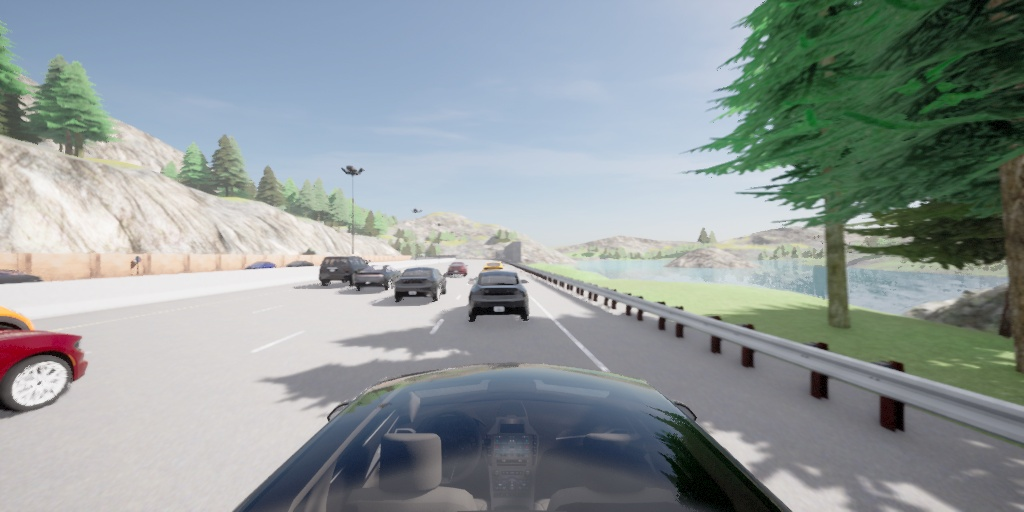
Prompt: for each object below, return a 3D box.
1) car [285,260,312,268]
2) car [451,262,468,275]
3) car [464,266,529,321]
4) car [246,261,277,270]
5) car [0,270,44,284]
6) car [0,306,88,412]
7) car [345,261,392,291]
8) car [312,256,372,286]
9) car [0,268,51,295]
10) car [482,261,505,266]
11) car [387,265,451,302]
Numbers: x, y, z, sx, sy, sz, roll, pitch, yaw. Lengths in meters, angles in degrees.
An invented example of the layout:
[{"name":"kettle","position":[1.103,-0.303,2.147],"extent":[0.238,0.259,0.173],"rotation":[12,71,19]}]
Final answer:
[{"name":"car","position":[-31.148,1.380,52.521],"extent":[1.882,1.535,5.008],"rotation":[0,0,-3]},{"name":"car","position":[-5.432,1.306,36.222],"extent":[1.812,1.442,4.674],"rotation":[0,0,-4]},{"name":"car","position":[-0.489,1.259,12.557],"extent":[1.837,1.490,4.892],"rotation":[0,0,-3]},{"name":"car","position":[-34.479,1.443,49.483],"extent":[1.812,1.442,4.674],"rotation":[0,0,-3]},{"name":"car","position":[-10.684,1.152,5.311],"extent":[2.097,1.767,4.553],"rotation":[0,0,-1]},{"name":"car","position":[-7.125,1.261,3.107],"extent":[1.882,1.535,5.008],"rotation":[0,0,0]},{"name":"car","position":[-8.054,1.282,22.108],"extent":[2.128,1.511,4.902],"rotation":[0,0,-4]},{"name":"car","position":[-11.792,1.030,25.855],"extent":[2.150,2.045,5.566],"rotation":[0,0,-4]},{"name":"car","position":[-29.145,1.453,19.857],"extent":[1.994,1.385,4.181],"rotation":[0,0,-4]},{"name":"car","position":[-1.678,1.240,32.306],"extent":[1.882,1.535,5.008],"rotation":[0,0,-4]},{"name":"car","position":[-4.253,1.277,17.236],"extent":[1.837,1.490,4.892],"rotation":[0,0,-3]}]
